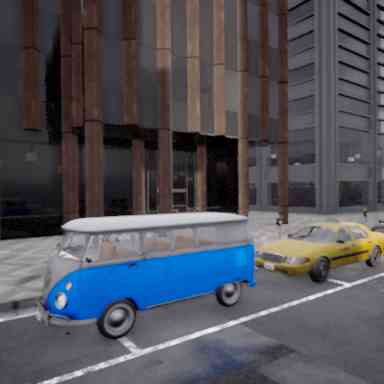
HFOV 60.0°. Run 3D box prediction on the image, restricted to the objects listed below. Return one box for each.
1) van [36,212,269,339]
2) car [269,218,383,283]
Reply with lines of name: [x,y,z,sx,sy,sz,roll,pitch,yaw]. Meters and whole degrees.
van: [-0.613,1.314,6.236,3.998,1.788,1.690,-1,0,-36]
car: [3.818,1.449,9.440,4.829,1.417,1.752,-1,0,-36]
